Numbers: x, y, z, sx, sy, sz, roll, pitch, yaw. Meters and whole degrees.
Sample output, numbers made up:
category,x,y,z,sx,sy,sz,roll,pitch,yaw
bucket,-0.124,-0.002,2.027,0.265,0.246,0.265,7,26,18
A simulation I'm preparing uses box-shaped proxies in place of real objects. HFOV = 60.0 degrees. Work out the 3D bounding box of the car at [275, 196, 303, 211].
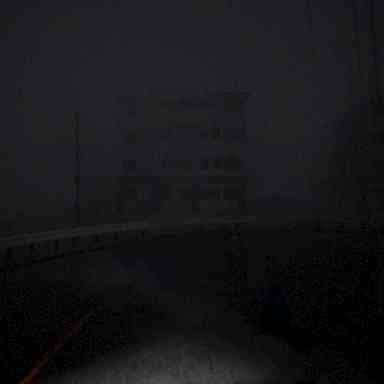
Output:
category,x,y,z,sx,sy,sz,roll,pitch,yaw
car,11.257,1.252,38.369,2.038,1.542,4.974,0,1,30

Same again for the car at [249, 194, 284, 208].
category,x,y,z,sx,sy,sz,roll,pitch,yaw
car,8.461,1.005,38.718,3.633,1.501,1.845,0,1,11

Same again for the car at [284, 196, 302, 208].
category,x,y,z,sx,sy,sz,roll,pitch,yaw
car,11.231,1.095,38.322,1.853,1.218,4.536,0,1,30
